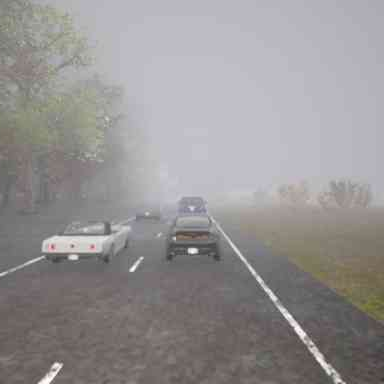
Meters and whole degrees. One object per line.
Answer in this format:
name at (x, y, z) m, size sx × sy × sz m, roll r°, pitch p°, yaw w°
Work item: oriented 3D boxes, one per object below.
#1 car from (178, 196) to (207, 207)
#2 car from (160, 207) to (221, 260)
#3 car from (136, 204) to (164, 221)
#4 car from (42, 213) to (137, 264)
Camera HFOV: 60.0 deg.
car at (0.036, 1.314, 26.491) m, size 2.150 × 2.045 × 5.566 m, roll 0°, pitch 0°, yaw 0°
car at (0.044, 1.550, 12.625) m, size 1.837 × 1.490 × 4.892 m, roll 0°, pitch 0°, yaw 0°
car at (-3.451, 1.660, 27.775) m, size 1.994 × 1.385 × 4.181 m, roll 0°, pitch 0°, yaw 0°
car at (-3.460, 1.643, 11.990) m, size 1.895 × 1.301 × 4.718 m, roll 0°, pitch 0°, yaw 1°
